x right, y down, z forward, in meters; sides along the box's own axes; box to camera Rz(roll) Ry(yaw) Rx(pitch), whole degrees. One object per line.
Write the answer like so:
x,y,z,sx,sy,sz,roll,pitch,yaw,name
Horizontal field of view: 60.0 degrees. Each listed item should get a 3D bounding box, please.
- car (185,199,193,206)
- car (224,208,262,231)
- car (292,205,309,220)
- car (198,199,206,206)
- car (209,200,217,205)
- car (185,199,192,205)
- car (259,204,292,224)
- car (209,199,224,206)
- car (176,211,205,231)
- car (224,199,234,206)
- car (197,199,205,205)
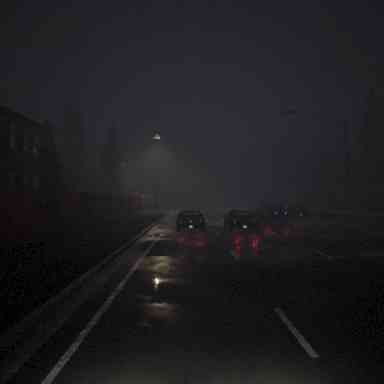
-0.820,2.867,85.227,1.812,1.442,4.674,0,-1,-1,car
3.390,1.974,23.754,1.895,1.301,4.718,0,-1,-1,car
10.290,2.019,33.894,2.128,1.511,4.902,0,-1,-1,car
2.684,2.834,84.846,1.837,1.490,4.892,0,-1,-1,car
6.080,2.920,95.299,1.994,1.385,4.181,0,-1,-1,car
-0.919,2.872,95.231,1.837,1.490,4.892,0,-1,-1,car
6.836,1.808,29.193,2.097,1.767,4.553,0,-1,-1,car
6.184,2.871,84.880,2.033,1.411,5.357,0,-1,-1,car
-0.110,1.977,23.745,1.895,1.301,4.718,0,-1,-1,car
9.680,2.887,85.298,1.994,1.385,4.181,0,-1,-1,car
2.581,2.847,95.266,1.882,1.535,5.008,0,-1,-1,car
